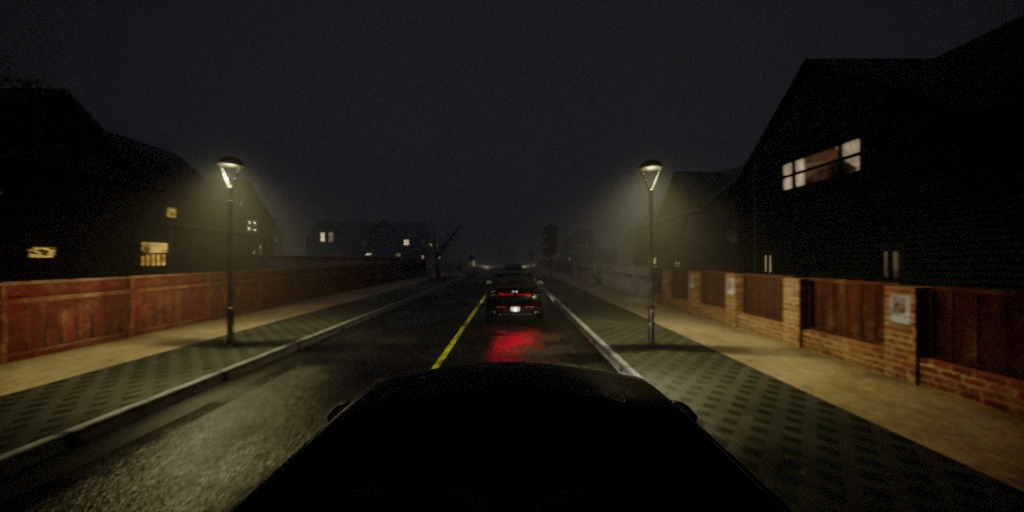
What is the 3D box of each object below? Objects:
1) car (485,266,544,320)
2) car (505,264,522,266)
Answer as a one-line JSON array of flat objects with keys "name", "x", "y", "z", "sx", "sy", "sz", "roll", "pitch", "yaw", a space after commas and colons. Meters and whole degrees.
[{"name": "car", "x": 0.095, "y": 1.294, "z": 12.855, "sx": 1.837, "sy": 1.490, "sz": 4.892, "roll": 0, "pitch": 0, "yaw": 0}, {"name": "car", "x": 0.089, "y": 1.358, "z": 28.425, "sx": 1.837, "sy": 1.490, "sz": 4.892, "roll": 0, "pitch": 0, "yaw": 0}]
